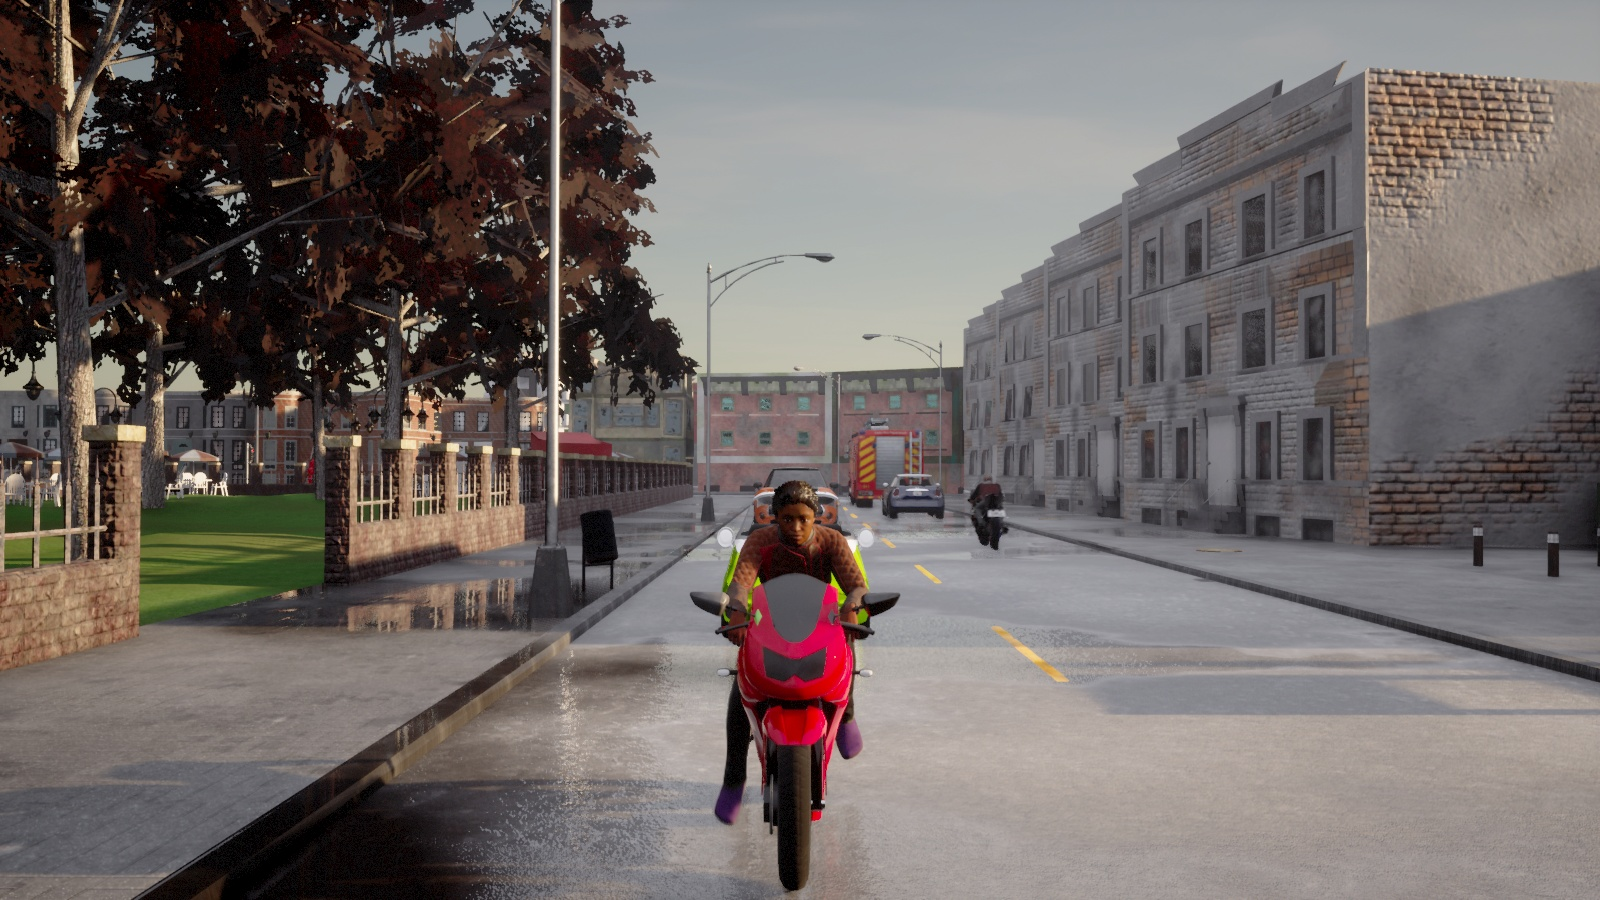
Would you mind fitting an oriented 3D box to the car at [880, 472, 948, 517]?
[{"bbox_3d":[3.861,1.489,43.227,1.970,1.475,3.806,0,-1,0],"label":"car"}]

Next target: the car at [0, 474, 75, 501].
[{"bbox_3d":[-44.519,2.149,72.291,2.007,1.525,4.514,0,-1,22],"label":"car"}]

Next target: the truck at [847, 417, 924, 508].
[{"bbox_3d":[3.800,0.599,57.558,2.891,3.827,8.468,0,-1,0],"label":"truck"}]

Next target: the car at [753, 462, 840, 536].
[{"bbox_3d":[-0.097,1.218,32.478,2.097,1.767,4.553,0,-1,0],"label":"car"}]

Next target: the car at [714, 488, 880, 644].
[{"bbox_3d":[-0.032,1.077,12.395,1.481,1.376,2.207,0,-1,0],"label":"car"}]

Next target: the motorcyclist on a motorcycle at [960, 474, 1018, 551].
[{"bbox_3d":[3.928,1.273,26.218,0.866,1.530,2.191,0,-1,0],"label":"motorcyclist on a motorcycle"}]

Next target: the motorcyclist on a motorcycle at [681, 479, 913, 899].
[{"bbox_3d":[-0.014,0.887,5.365,0.797,1.523,2.044,0,-1,0],"label":"motorcyclist on a motorcycle"}]

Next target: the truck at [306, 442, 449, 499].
[{"bbox_3d":[-26.326,1.253,78.481,7.936,3.462,2.891,0,-1,0],"label":"truck"}]
